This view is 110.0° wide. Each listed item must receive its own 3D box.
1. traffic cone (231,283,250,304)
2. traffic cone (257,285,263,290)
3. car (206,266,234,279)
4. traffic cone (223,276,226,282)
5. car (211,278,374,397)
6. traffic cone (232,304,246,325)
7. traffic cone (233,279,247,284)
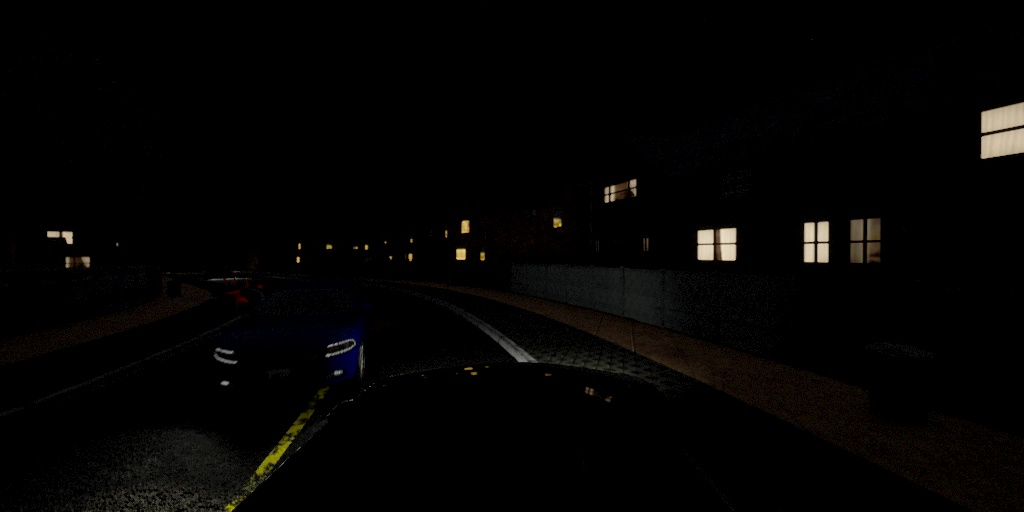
[{"bbox_3d":[-10.509,1.463,13.901,0.340,0.580,0.340,0,0,29],"label":"traffic cone"},{"bbox_3d":[-16.577,1.781,23.625,0.340,0.580,0.340,0,0,44],"label":"traffic cone"},{"bbox_3d":[-36.565,2.033,44.817,4.892,1.490,1.837,-2,-1,36],"label":"car"},{"bbox_3d":[-27.517,2.234,34.326,0.340,0.580,0.340,0,0,43],"label":"traffic cone"},{"bbox_3d":[-3.786,1.239,6.961,1.882,1.535,5.008,0,0,-19],"label":"car"},{"bbox_3d":[-6.810,1.561,8.850,0.340,0.580,0.340,0,0,22],"label":"traffic cone"},{"bbox_3d":[-13.226,1.519,17.367,0.340,0.580,0.340,0,0,-20],"label":"traffic cone"}]
